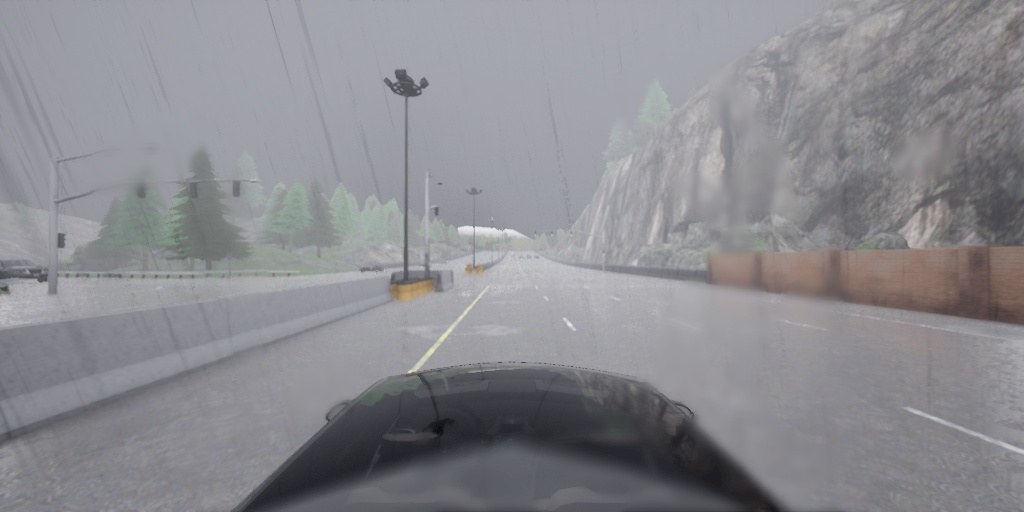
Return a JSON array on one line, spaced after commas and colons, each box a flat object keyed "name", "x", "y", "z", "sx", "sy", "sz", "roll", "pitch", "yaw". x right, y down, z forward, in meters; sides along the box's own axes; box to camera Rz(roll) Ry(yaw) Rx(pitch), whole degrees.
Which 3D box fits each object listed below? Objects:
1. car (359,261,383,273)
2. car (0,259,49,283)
[{"name": "car", "x": -20.976, "y": 1.594, "z": 53.608, "sx": 2.097, "sy": 1.767, "sz": 4.553, "roll": 0, "pitch": -1, "yaw": 0}, {"name": "car", "x": -42.035, "y": 1.264, "z": 30.152, "sx": 5.566, "sy": 2.045, "sz": 2.150, "roll": 0, "pitch": 0, "yaw": 10}]
